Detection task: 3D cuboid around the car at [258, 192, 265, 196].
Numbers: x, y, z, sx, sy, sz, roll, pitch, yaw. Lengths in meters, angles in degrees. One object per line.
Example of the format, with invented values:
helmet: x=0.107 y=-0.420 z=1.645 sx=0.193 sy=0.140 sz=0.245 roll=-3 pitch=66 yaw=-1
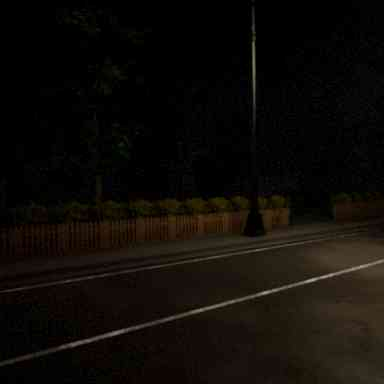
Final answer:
car: x=12.221 y=0.573 z=64.674 sx=1.812 sy=1.442 sz=4.674 roll=-1 pitch=1 yaw=-34
